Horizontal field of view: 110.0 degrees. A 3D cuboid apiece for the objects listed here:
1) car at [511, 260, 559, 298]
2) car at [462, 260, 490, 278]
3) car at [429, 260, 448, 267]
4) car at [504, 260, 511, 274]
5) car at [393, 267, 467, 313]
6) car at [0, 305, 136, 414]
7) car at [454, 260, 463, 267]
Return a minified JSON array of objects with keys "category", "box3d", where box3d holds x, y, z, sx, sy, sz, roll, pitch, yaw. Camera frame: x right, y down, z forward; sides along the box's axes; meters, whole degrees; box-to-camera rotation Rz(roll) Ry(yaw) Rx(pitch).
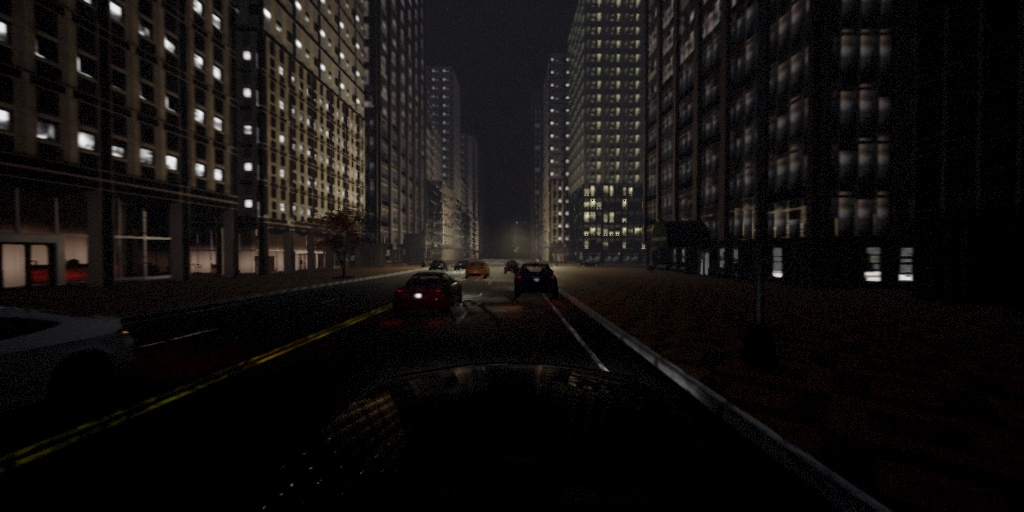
[{"category":"car","box3d":[1.133,1.101,18.583,2.097,1.767,4.553,0,0,0]},{"category":"car","box3d":[-3.157,1.227,33.488,1.882,1.535,5.008,0,0,0]},{"category":"car","box3d":[-9.811,1.254,47.850,1.837,1.490,4.892,0,0,0]},{"category":"car","box3d":[0.023,1.276,41.247,1.812,1.442,4.674,0,0,0]},{"category":"car","box3d":[-3.153,1.314,14.086,1.994,1.385,4.181,0,0,0]},{"category":"car","box3d":[-6.591,1.275,3.481,1.812,1.442,4.674,0,0,0]},{"category":"car","box3d":[-6.563,1.275,47.949,1.812,1.442,4.674,0,0,1]}]
